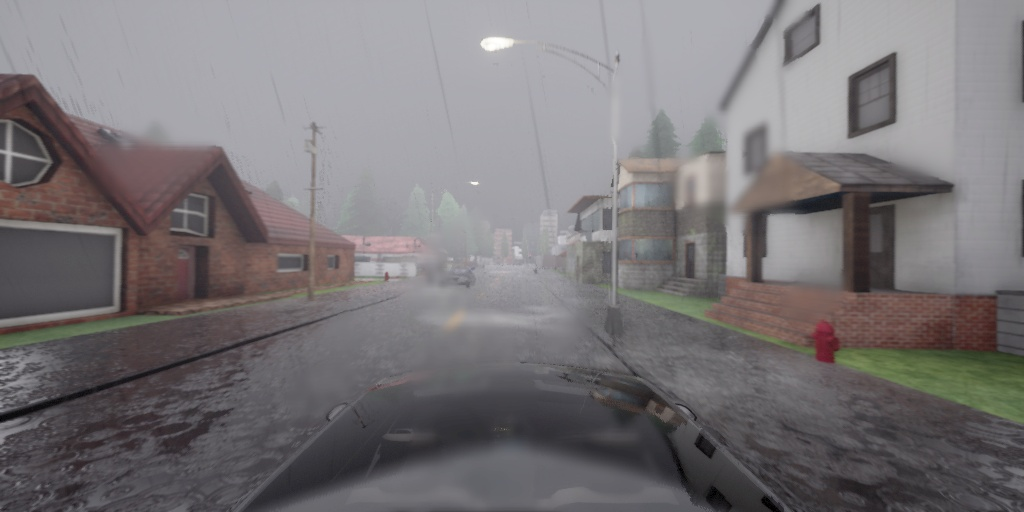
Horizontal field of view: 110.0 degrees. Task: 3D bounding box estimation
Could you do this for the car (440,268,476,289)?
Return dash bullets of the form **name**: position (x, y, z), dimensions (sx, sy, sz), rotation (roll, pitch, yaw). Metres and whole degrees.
- **car**: position (-3.656, 1.503, 24.799), dimensions (1.994, 1.385, 4.181), rotation (1, -1, 1)
